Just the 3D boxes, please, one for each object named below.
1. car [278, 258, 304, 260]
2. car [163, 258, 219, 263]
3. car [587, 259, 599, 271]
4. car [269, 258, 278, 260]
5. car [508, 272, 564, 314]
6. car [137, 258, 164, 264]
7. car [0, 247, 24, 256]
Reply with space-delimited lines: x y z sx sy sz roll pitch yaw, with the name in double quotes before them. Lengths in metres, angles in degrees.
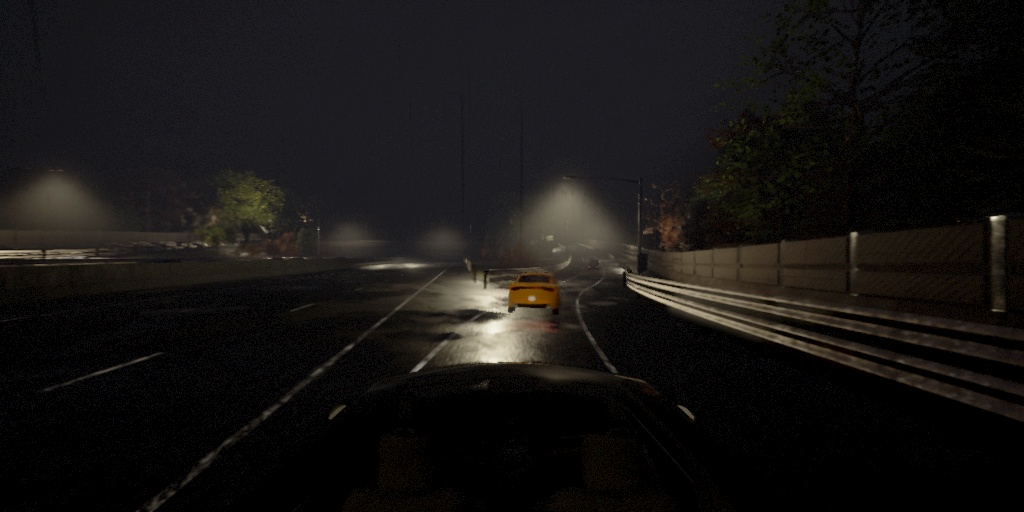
"car" -28.209 0.968 47.002 1.812 1.442 4.674 1 0 -7
"car" -26.025 1.011 30.417 2.033 1.411 5.357 1 0 -7
"car" 13.871 1.756 61.134 2.033 1.411 5.357 1 2 13
"car" -31.925 0.968 48.520 1.994 1.385 4.181 1 0 -7
"car" 1.083 1.436 14.981 1.882 1.535 5.008 1 -2 9
"car" -29.474 0.905 29.821 1.882 1.535 5.008 1 0 -7
"car" -52.866 -0.151 36.781 1.882 1.535 5.008 0 2 -30
